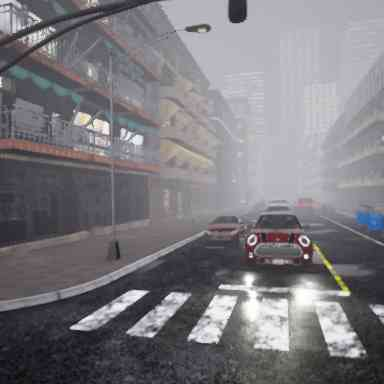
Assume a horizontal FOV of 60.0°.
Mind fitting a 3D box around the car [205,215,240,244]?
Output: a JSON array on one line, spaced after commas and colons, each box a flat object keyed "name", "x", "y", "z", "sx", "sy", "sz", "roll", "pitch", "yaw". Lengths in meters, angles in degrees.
[{"name": "car", "x": 1.847, "y": 1.871, "z": 17.298, "sx": 1.802, "sy": 1.307, "sz": 4.206, "roll": -2, "pitch": -1, "yaw": 15}]

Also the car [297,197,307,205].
[{"name": "car", "x": 28.211, "y": 2.342, "z": 85.271, "sx": 2.150, "sy": 2.045, "sz": 5.566, "roll": -1, "pitch": -1, "yaw": 15}]

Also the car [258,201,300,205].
[{"name": "car", "x": 5.727, "y": 1.665, "z": 21.931, "sx": 2.097, "sy": 1.767, "sz": 4.553, "roll": -1, "pitch": -1, "yaw": 15}]

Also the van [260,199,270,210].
[{"name": "van", "x": 13.332, "y": 2.243, "z": 60.618, "sx": 1.690, "sy": 1.788, "sz": 3.998, "roll": -2, "pitch": -1, "yaw": 15}]

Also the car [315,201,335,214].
[{"name": "car", "x": 17.089, "y": 2.089, "z": 42.205, "sx": 1.802, "sy": 1.307, "sz": 4.206, "roll": -2, "pitch": -1, "yaw": 15}]

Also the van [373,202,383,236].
[{"name": "van", "x": 9.900, "y": 1.466, "z": 15.138, "sx": 1.690, "sy": 1.788, "sz": 3.998, "roll": -2, "pitch": -1, "yaw": 15}]

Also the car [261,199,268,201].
[{"name": "car", "x": 10.462, "y": 2.188, "z": 49.787, "sx": 1.967, "sy": 1.590, "sz": 4.097, "roll": -2, "pitch": -1, "yaw": 15}]

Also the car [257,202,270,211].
[{"name": "car", "x": 11.901, "y": 2.376, "z": 55.199, "sx": 2.008, "sy": 1.369, "sz": 4.403, "roll": -2, "pitch": -1, "yaw": 15}]

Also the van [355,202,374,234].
[{"name": "van", "x": 11.337, "y": 1.542, "z": 20.552, "sx": 1.690, "sy": 1.788, "sz": 3.998, "roll": -2, "pitch": -1, "yaw": 15}]

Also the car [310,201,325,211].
[{"name": "car", "x": 20.004, "y": 2.188, "z": 53.199, "sx": 1.752, "sy": 1.417, "sz": 4.829, "roll": -2, "pitch": -1, "yaw": 15}]

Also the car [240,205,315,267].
[{"name": "car", "x": 3.143, "y": 1.527, "z": 12.139, "sx": 2.097, "sy": 1.767, "sz": 4.553, "roll": -1, "pitch": -1, "yaw": 15}]

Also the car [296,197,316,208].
[{"name": "car", "x": 15.039, "y": 1.803, "z": 44.574, "sx": 2.150, "sy": 2.045, "sz": 5.566, "roll": -1, "pitch": -1, "yaw": 15}]

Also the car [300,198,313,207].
[{"name": "car", "x": 25.700, "y": 2.282, "z": 74.696, "sx": 2.192, "sy": 1.841, "sz": 5.009, "roll": -2, "pitch": -1, "yaw": 15}]

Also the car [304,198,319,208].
[{"name": "car", "x": 22.827, "y": 2.129, "z": 63.867, "sx": 2.192, "sy": 1.841, "sz": 5.009, "roll": -2, "pitch": -1, "yaw": 15}]

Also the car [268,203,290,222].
[{"name": "car", "x": 8.413, "y": 1.933, "z": 32.019, "sx": 1.882, "sy": 1.535, "sz": 5.008, "roll": -1, "pitch": -1, "yaw": 15}]

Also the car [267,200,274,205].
[{"name": "car", "x": 21.926, "y": 2.946, "z": 93.106, "sx": 1.802, "sy": 1.307, "sz": 4.206, "roll": -2, "pitch": -1, "yaw": 15}]

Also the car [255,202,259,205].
[{"name": "car", "x": 9.029, "y": 2.253, "z": 44.370, "sx": 1.802, "sy": 1.307, "sz": 4.206, "roll": -2, "pitch": -1, "yaw": 15}]

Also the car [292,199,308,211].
[{"name": "car", "x": 17.781, "y": 2.080, "z": 54.912, "sx": 2.097, "sy": 1.767, "sz": 4.553, "roll": -1, "pitch": -1, "yaw": 15}]

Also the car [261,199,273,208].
[{"name": "car", "x": 16.182, "y": 2.371, "z": 71.453, "sx": 2.192, "sy": 1.841, "sz": 5.009, "roll": -2, "pitch": -1, "yaw": 15}]

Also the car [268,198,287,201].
[{"name": "car", "x": 11.142, "y": 1.820, "z": 42.164, "sx": 2.150, "sy": 2.045, "sz": 5.566, "roll": -1, "pitch": -1, "yaw": 15}]
